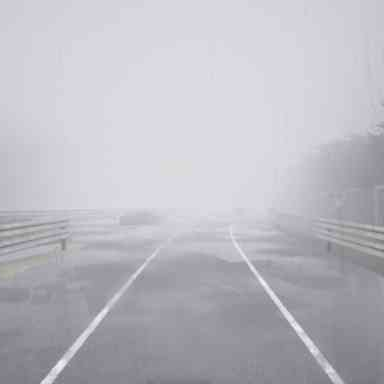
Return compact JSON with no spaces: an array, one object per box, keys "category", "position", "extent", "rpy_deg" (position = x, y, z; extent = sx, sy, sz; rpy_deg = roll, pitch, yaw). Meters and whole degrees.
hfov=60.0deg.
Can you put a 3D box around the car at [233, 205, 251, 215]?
[{"category":"car","position":[8.049,3.035,54.681],"extent":[1.882,1.535,5.008],"rpy_deg":[0,-2,18]}]

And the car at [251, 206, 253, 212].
[{"category":"car","position":[12.876,3.764,76.706],"extent":[1.837,1.490,4.892],"rpy_deg":[0,-2,4]}]

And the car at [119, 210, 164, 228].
[{"category":"car","position":[-4.272,2.270,28.717],"extent":[1.994,1.385,4.181],"rpy_deg":[-1,-2,33]}]
